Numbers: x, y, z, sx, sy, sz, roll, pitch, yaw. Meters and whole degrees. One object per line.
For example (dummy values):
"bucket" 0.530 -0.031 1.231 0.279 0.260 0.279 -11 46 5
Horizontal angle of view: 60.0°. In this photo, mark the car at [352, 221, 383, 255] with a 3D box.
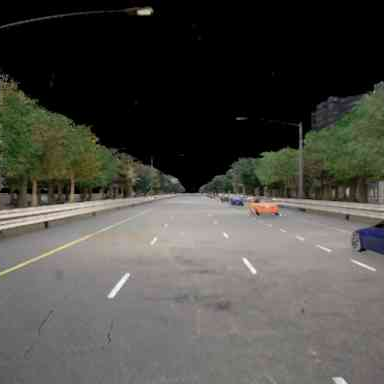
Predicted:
"car" 7.001 1.534 10.768 1.812 1.442 4.674 0 0 0

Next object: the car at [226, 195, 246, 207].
"car" 7.013 1.514 53.346 1.882 1.535 5.008 0 0 0

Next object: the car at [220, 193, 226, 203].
"car" 7.047 1.543 71.532 1.837 1.490 4.892 0 0 0

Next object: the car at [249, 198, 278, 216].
"car" 7.009 1.359 32.978 2.097 1.767 4.553 0 0 0
